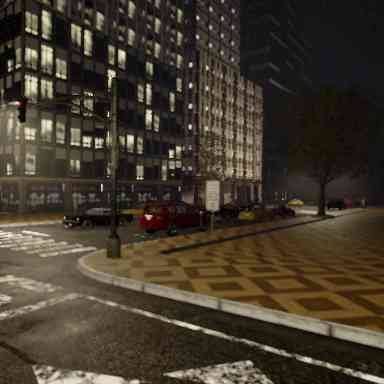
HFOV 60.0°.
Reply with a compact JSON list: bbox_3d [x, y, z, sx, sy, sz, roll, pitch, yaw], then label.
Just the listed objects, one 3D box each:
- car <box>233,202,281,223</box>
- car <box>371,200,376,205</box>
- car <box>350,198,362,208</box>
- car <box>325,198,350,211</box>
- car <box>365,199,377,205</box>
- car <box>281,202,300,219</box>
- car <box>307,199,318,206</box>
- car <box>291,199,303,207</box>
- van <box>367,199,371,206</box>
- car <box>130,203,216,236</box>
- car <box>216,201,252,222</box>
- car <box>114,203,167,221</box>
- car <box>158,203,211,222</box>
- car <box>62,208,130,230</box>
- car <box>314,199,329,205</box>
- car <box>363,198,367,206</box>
[{"bbox_3d":[5.839,1.870,29.363,1.752,1.417,4.829,0,0,36],"label":"car"},{"bbox_3d":[39.272,2.251,74.579,1.967,1.590,4.097,0,0,36],"label":"car"},{"bbox_3d":[29.213,1.989,60.974,2.192,1.841,5.009,0,0,36],"label":"car"},{"bbox_3d":[22.506,1.897,51.904,2.192,1.841,5.009,0,0,36],"label":"car"},{"bbox_3d":[42.624,2.438,79.114,1.802,1.307,4.206,0,0,36],"label":"car"},{"bbox_3d":[9.091,1.974,33.762,1.802,1.307,4.206,0,0,36],"label":"car"},{"bbox_3d":[25.813,2.189,70.472,1.802,1.307,4.206,0,0,36],"label":"car"},{"bbox_3d":[19.008,2.039,61.269,1.752,1.417,4.829,0,0,36],"label":"car"},{"bbox_3d":[35.919,2.107,70.044,1.690,1.788,3.998,0,0,36],"label":"van"},{"bbox_3d":[-0.967,1.560,20.158,2.192,1.841,5.009,0,0,36],"label":"car"},{"bbox_3d":[3.127,1.792,30.061,2.128,1.511,4.902,1,0,37],"label":"car"},{"bbox_3d":[-4.456,1.705,29.535,1.752,1.417,4.829,0,0,36],"label":"car"},{"bbox_3d":[-0.576,1.789,30.425,2.033,1.411,5.357,1,0,36],"label":"car"},{"bbox_3d":[-6.324,1.758,22.643,1.895,1.301,4.718,1,0,37],"label":"car"},{"bbox_3d":[29.164,2.203,75.005,2.008,1.369,4.403,0,0,36],"label":"car"},{"bbox_3d":[32.564,2.264,65.508,1.887,1.381,4.507,0,0,36],"label":"car"}]
